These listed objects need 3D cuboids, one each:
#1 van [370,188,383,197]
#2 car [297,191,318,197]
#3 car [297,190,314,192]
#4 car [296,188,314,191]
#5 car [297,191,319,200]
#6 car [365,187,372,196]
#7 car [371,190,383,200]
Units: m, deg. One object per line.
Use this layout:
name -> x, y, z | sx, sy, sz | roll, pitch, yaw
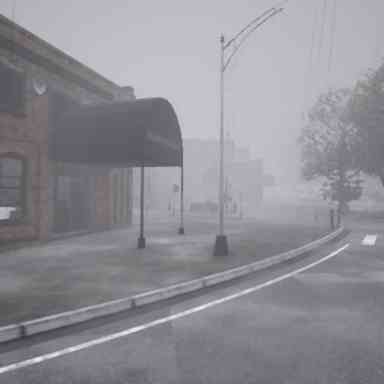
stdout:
van -> 45.704, 0.630, 78.972 | 4.442, 1.987, 1.878 | 0, 4, -1
car -> 30.414, 0.518, 87.955 | 4.792, 1.488, 2.163 | -2, 4, -3
car -> 28.787, 0.909, 82.322 | 4.792, 1.488, 2.163 | -2, 3, -3
car -> 29.626, 0.558, 85.127 | 4.553, 1.767, 2.185 | -2, 4, -3
car -> 27.917, 1.117, 79.498 | 4.674, 1.452, 2.002 | -2, 3, -3
car -> 46.513, 0.405, 81.796 | 5.566, 2.045, 2.435 | 0, 4, -1
car -> 44.630, 1.056, 76.149 | 5.008, 1.535, 2.097 | 0, 4, -1
